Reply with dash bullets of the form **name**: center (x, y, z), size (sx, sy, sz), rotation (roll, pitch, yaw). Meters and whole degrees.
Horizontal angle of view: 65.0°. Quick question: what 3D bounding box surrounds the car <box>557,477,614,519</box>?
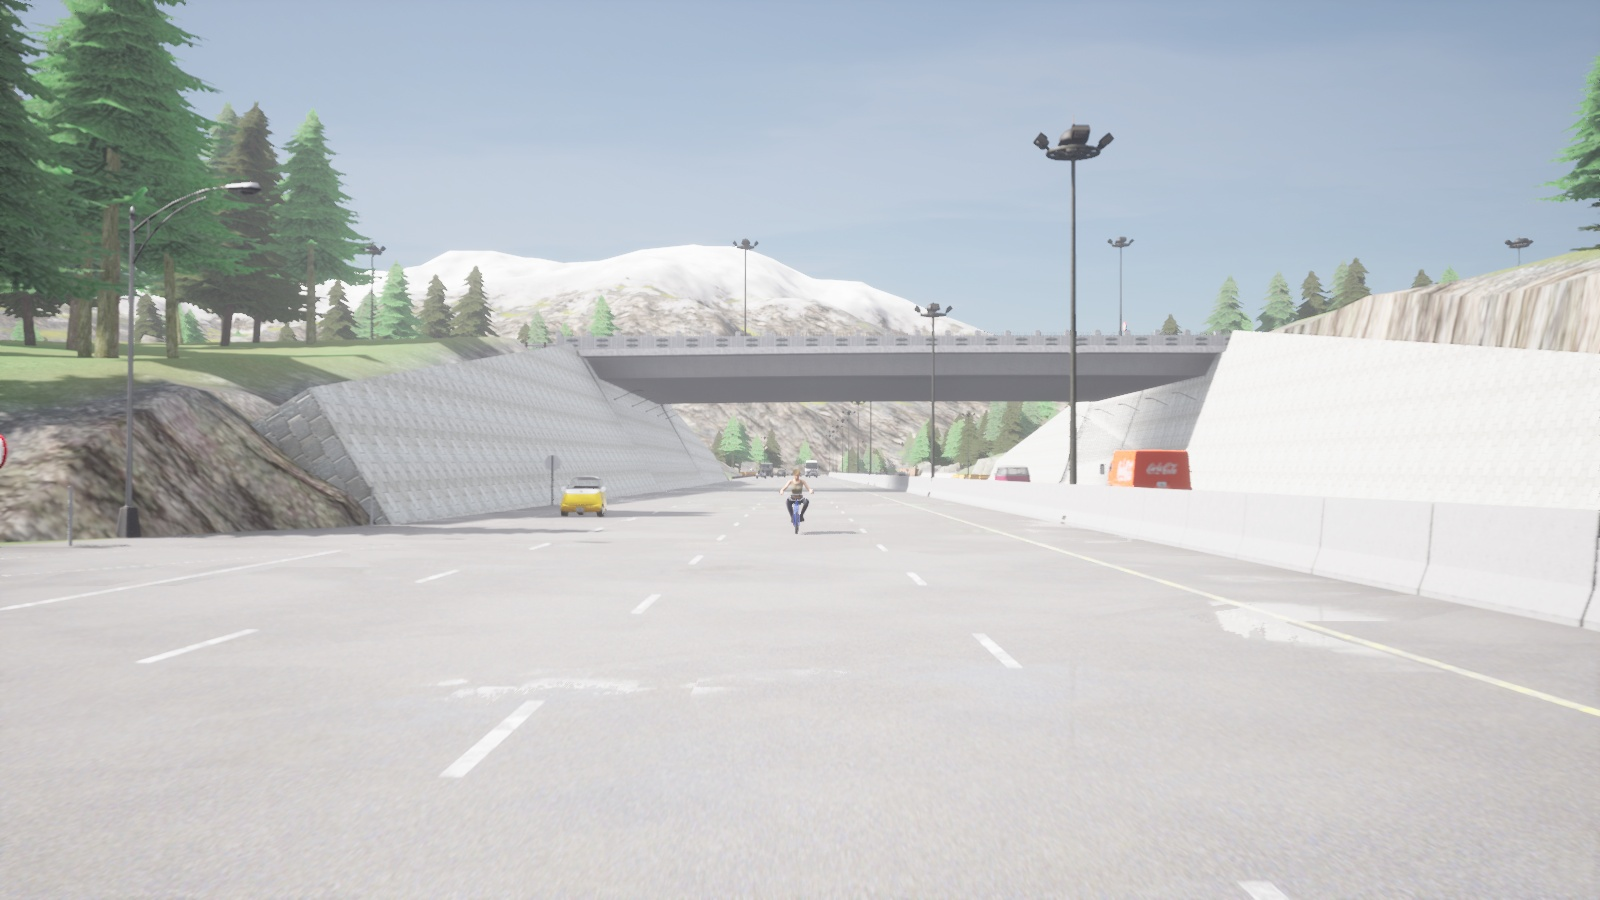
- **car**: center (-7.172, 1.600, 42.199), size (1.481, 1.376, 2.207), rotation (0, -1, 2)

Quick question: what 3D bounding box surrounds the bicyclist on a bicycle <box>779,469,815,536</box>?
- **bicyclist on a bicycle**: center (-0.073, 1.269, 31.111), size (0.866, 1.612, 1.509), rotation (0, -1, 0)

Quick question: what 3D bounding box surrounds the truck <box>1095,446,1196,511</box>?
- **truck**: center (13.874, 1.125, 50.848), size (2.627, 2.467, 5.204), rotation (0, 0, 0)

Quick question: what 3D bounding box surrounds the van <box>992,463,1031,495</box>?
- **van**: center (13.800, 1.878, 82.067), size (1.775, 1.987, 4.442), rotation (0, -1, 0)
